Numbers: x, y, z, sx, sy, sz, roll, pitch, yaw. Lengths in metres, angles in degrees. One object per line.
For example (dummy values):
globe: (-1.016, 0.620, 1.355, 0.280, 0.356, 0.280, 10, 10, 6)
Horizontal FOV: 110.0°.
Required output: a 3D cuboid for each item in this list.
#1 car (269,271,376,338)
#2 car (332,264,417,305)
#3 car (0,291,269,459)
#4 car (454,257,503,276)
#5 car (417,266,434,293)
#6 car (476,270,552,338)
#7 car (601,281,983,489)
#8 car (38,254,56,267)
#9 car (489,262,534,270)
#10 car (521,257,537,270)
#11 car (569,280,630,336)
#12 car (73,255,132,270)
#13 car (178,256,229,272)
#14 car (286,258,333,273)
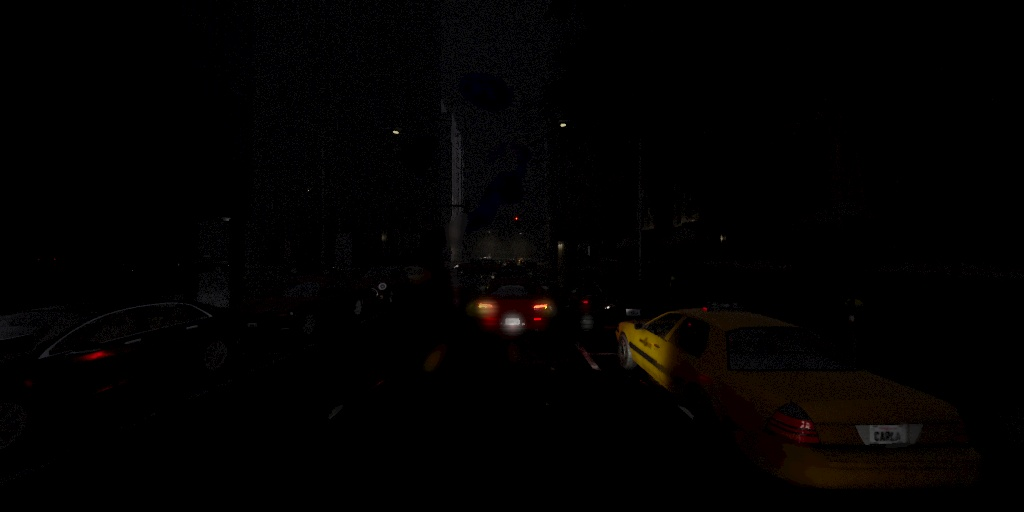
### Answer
car: (-5.771, 1.295, 10.213, 1.888, 1.381, 4.507, 0, 0, 0)
car: (-5.778, 1.191, 15.670, 1.967, 1.591, 4.097, 0, 0, 0)
car: (-5.765, 1.300, 4.756, 2.007, 1.370, 4.403, 0, 0, 0)
car: (-3.492, 1.065, 35.814, 4.553, 1.767, 2.097, 1, 0, 0)
car: (-5.784, 1.277, 20.957, 1.751, 1.417, 4.829, 0, 0, 0)
car: (0.061, 1.276, 10.059, 1.812, 1.442, 4.674, 0, 0, 0)
car: (2.760, 1.275, 4.939, 1.751, 1.417, 4.829, 0, 0, 0)
car: (-48.228, 0.417, 35.630, 4.181, 1.385, 1.994, 1, 0, 0)
car: (-0.001, 1.256, 18.925, 1.837, 1.490, 4.892, 0, 0, 0)
car: (2.703, 1.202, 53.107, 1.967, 1.591, 4.097, 0, 0, 0)
car: (2.754, 1.316, 10.225, 1.948, 1.339, 4.313, 0, 0, 0)
car: (-37.280, 0.622, 32.517, 4.181, 1.385, 1.994, 1, 0, -1)
car: (-27.357, 0.752, 32.542, 4.892, 1.490, 1.837, 1, 0, 0)
car: (-17.857, 0.936, 32.571, 4.892, 1.490, 1.837, 1, 0, 0)
